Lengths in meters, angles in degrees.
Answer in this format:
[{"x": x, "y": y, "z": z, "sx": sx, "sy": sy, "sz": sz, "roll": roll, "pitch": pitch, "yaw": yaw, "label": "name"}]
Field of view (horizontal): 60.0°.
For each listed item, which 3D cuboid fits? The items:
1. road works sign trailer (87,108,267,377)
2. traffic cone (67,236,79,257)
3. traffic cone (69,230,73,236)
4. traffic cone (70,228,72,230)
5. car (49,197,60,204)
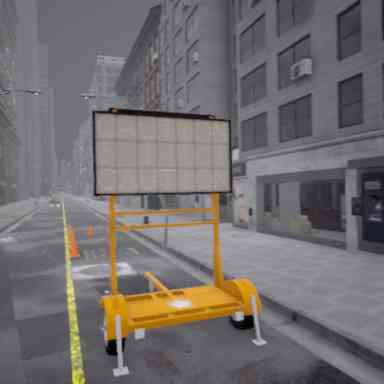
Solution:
[{"x": -0.481, "y": 0.444, "z": 5.753, "sx": 2.380, "sy": 3.560, "sz": 2.880, "roll": -1, "pitch": 0, "yaw": -21, "label": "road works sign trailer"}, {"x": -4.194, "y": 1.979, "z": 11.811, "sx": 0.340, "sy": 0.580, "sz": 0.340, "roll": -1, "pitch": 0, "yaw": -21, "label": "traffic cone"}, {"x": -4.924, "y": 1.985, "z": 13.673, "sx": 0.340, "sy": 0.580, "sz": 0.340, "roll": -1, "pitch": 0, "yaw": -21, "label": "traffic cone"}, {"x": -5.654, "y": 1.990, "z": 15.535, "sx": 0.340, "sy": 0.580, "sz": 0.340, "roll": -1, "pitch": 0, "yaw": -21, "label": "traffic cone"}, {"x": -27.901, "y": 1.733, "z": 67.548, "sx": 2.033, "sy": 1.411, "sz": 5.357, "roll": -1, "pitch": 0, "yaw": -21, "label": "car"}]
